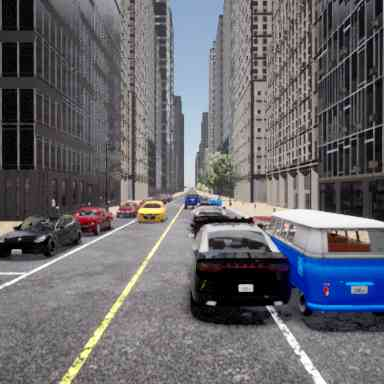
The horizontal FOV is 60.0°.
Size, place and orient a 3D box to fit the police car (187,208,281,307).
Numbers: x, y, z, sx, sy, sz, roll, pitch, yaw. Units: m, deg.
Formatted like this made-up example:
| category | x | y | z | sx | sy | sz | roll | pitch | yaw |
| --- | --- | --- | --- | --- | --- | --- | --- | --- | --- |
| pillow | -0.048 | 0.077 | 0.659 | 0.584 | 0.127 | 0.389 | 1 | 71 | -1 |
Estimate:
| category | x | y | z | sx | sy | sz | roll | pitch | yaw |
| --- | --- | --- | --- | --- | --- | --- | --- | --- | --- |
| police car | 0.919 | 1.423 | 8.212 | 1.930 | 1.638 | 5.238 | 0 | 0 | 0 |

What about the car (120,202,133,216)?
| category | x | y | z | sx | sy | sz | roll | pitch | yaw |
| --- | --- | --- | --- | --- | --- | --- | --- | --- | --- |
| car | -5.628 | 1.570 | 30.021 | 1.802 | 1.307 | 4.206 | 0 | 0 | 0 |

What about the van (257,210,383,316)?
| category | x | y | z | sx | sy | sz | roll | pitch | yaw |
| --- | --- | --- | --- | --- | --- | --- | --- | --- | --- |
| van | 2.702 | 1.339 | 7.214 | 1.690 | 1.788 | 3.998 | 0 | 0 | 0 |

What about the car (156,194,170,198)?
| category | x | y | z | sx | sy | sz | roll | pitch | yaw |
| --- | --- | --- | --- | --- | --- | --- | --- | --- | --- |
| car | -5.566 | 1.275 | 58.505 | 2.192 | 1.841 | 5.009 | 0 | 0 | 0 |

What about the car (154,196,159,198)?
| category | x | y | z | sx | sy | sz | roll | pitch | yaw |
| --- | --- | --- | --- | --- | --- | --- | --- | --- | --- |
| car | -5.603 | 1.561 | 41.415 | 1.802 | 1.307 | 4.206 | 0 | 0 | 0 |

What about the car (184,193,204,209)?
| category | x | y | z | sx | sy | sz | roll | pitch | yaw |
| --- | --- | --- | --- | --- | --- | --- | --- | --- | --- |
| car | 0.103 | 1.197 | 44.874 | 2.150 | 2.045 | 5.566 | 0 | 0 | 0 |

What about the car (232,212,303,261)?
| category | x | y | z | sx | sy | sz | roll | pitch | yaw |
| --- | --- | --- | --- | --- | --- | --- | --- | --- | --- |
| car | 2.716 | 1.578 | 12.910 | 1.802 | 1.307 | 4.206 | 0 | 0 | 0 |

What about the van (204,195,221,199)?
| category | x | y | z | sx | sy | sz | roll | pitch | yaw |
| --- | --- | --- | --- | --- | --- | --- | --- | --- | --- |
| van | 2.777 | 1.320 | 41.396 | 1.690 | 1.788 | 3.998 | 0 | 0 | 0 |

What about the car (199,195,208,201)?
| category | x | y | z | sx | sy | sz | roll | pitch | yaw |
| --- | --- | --- | --- | --- | --- | --- | --- | --- | --- |
| car | 2.865 | 1.478 | 81.275 | 2.008 | 1.369 | 4.403 | 0 | 0 | 0 |

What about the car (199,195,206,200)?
| category | x | y | z | sx | sy | sz | roll | pitch | yaw |
| --- | --- | --- | --- | --- | --- | --- | --- | --- | --- |
| car | 2.890 | 1.457 | 92.669 | 2.008 | 1.369 | 4.403 | 0 | 0 | 0 |

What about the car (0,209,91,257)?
| category | x | y | z | sx | sy | sz | roll | pitch | yaw |
| --- | --- | --- | --- | --- | --- | --- | --- | --- | --- |
| car | -5.665 | 1.561 | 12.929 | 1.947 | 1.339 | 4.313 | 0 | 0 | 0 |

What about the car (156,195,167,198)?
| category | x | y | z | sx | sy | sz | roll | pitch | yaw |
| --- | --- | --- | --- | --- | --- | --- | --- | --- | --- |
| car | -5.577 | 1.533 | 52.808 | 1.947 | 1.339 | 4.313 | 0 | 0 | 0 |

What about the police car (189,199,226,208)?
| category | x | y | z | sx | sy | sz | roll | pitch | yaw |
| --- | --- | --- | --- | --- | --- | --- | --- | --- | --- |
| police car | 0.940 | 1.419 | 18.213 | 1.930 | 1.638 | 5.238 | 0 | 0 | 0 |

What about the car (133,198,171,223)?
| category | x | y | z | sx | sy | sz | roll | pitch | yaw |
| --- | --- | --- | --- | --- | --- | --- | --- | --- | --- |
| car | -2.945 | 1.468 | 25.458 | 1.882 | 1.535 | 5.008 | 0 | 0 | 0 |

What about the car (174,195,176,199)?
| category | x | y | z | sx | sy | sz | roll | pitch | yaw |
| --- | --- | --- | --- | --- | --- | --- | --- | --- | --- |
| car | -5.515 | 1.509 | 81.294 | 1.802 | 1.307 | 4.206 | 0 | 0 | 0 |

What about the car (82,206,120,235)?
| category | x | y | z | sx | sy | sz | roll | pitch | yaw |
| --- | --- | --- | --- | --- | --- | --- | --- | --- | --- |
| car | -5.652 | 1.538 | 18.626 | 1.887 | 1.381 | 4.507 | 0 | 0 | 0 |

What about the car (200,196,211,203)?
| category | x | y | z | sx | sy | sz | roll | pitch | yaw |
| --- | --- | --- | --- | --- | --- | --- | --- | --- | --- |
| car | 2.840 | 1.495 | 69.880 | 2.008 | 1.369 | 4.403 | 0 | 0 | 0 |

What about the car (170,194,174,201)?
| category | x | y | z | sx | sy | sz | roll | pitch | yaw |
| --- | --- | --- | --- | --- | --- | --- | --- | --- | --- |
| car | -5.541 | 1.260 | 69.899 | 2.192 | 1.841 | 5.009 | 0 | 0 | 0 |

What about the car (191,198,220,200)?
| category | x | y | z | sx | sy | sz | roll | pitch | yaw |
| --- | --- | --- | --- | --- | --- | --- | --- | --- | --- |
| car | 0.953 | 1.446 | 24.292 | 1.801 | 1.575 | 5.366 | 0 | 0 | 0 |
